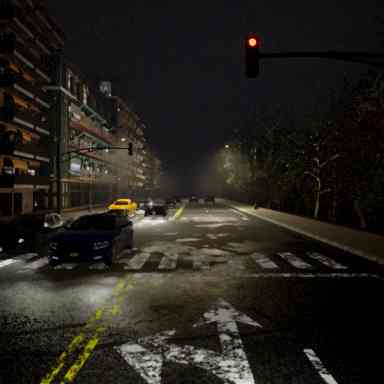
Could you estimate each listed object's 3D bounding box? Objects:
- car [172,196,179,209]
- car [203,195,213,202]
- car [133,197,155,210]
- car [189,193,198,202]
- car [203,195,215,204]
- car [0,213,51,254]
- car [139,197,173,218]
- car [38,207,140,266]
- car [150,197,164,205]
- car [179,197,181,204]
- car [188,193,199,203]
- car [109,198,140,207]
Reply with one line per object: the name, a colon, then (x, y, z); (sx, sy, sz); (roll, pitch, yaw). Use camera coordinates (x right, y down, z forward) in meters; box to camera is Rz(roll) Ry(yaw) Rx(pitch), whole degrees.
car: (-3.143, 1.512, 44.717); (1.837, 1.490, 4.892); (0, 0, 1)
car: (3.576, 1.498, 76.485); (2.033, 1.411, 5.357); (0, 0, 0)
car: (-6.388, 1.500, 44.712); (2.128, 1.511, 4.902); (0, 0, 0)
car: (0.327, 1.253, 76.576); (2.150, 2.045, 5.566); (0, 0, 0)
car: (3.532, 1.525, 66.065); (1.837, 1.490, 4.892); (0, 0, 0)
car: (-6.560, 1.597, 13.956); (2.033, 1.411, 5.357); (0, -1, 0)
car: (-3.215, 1.498, 30.533); (2.128, 1.511, 4.902); (0, 0, 0)
car: (-3.309, 1.505, 11.845); (1.882, 1.535, 5.008); (0, 0, 0)
car: (-6.287, 1.617, 60.543); (1.895, 1.301, 4.718); (0, 0, 1)
car: (-3.050, 1.525, 62.324); (1.837, 1.490, 4.892); (0, -1, 1)
car: (0.384, 1.512, 66.486); (2.128, 1.511, 4.902); (0, 0, 0)
car: (-6.504, 1.481, 31.484); (1.882, 1.535, 5.008); (0, 0, 2)
